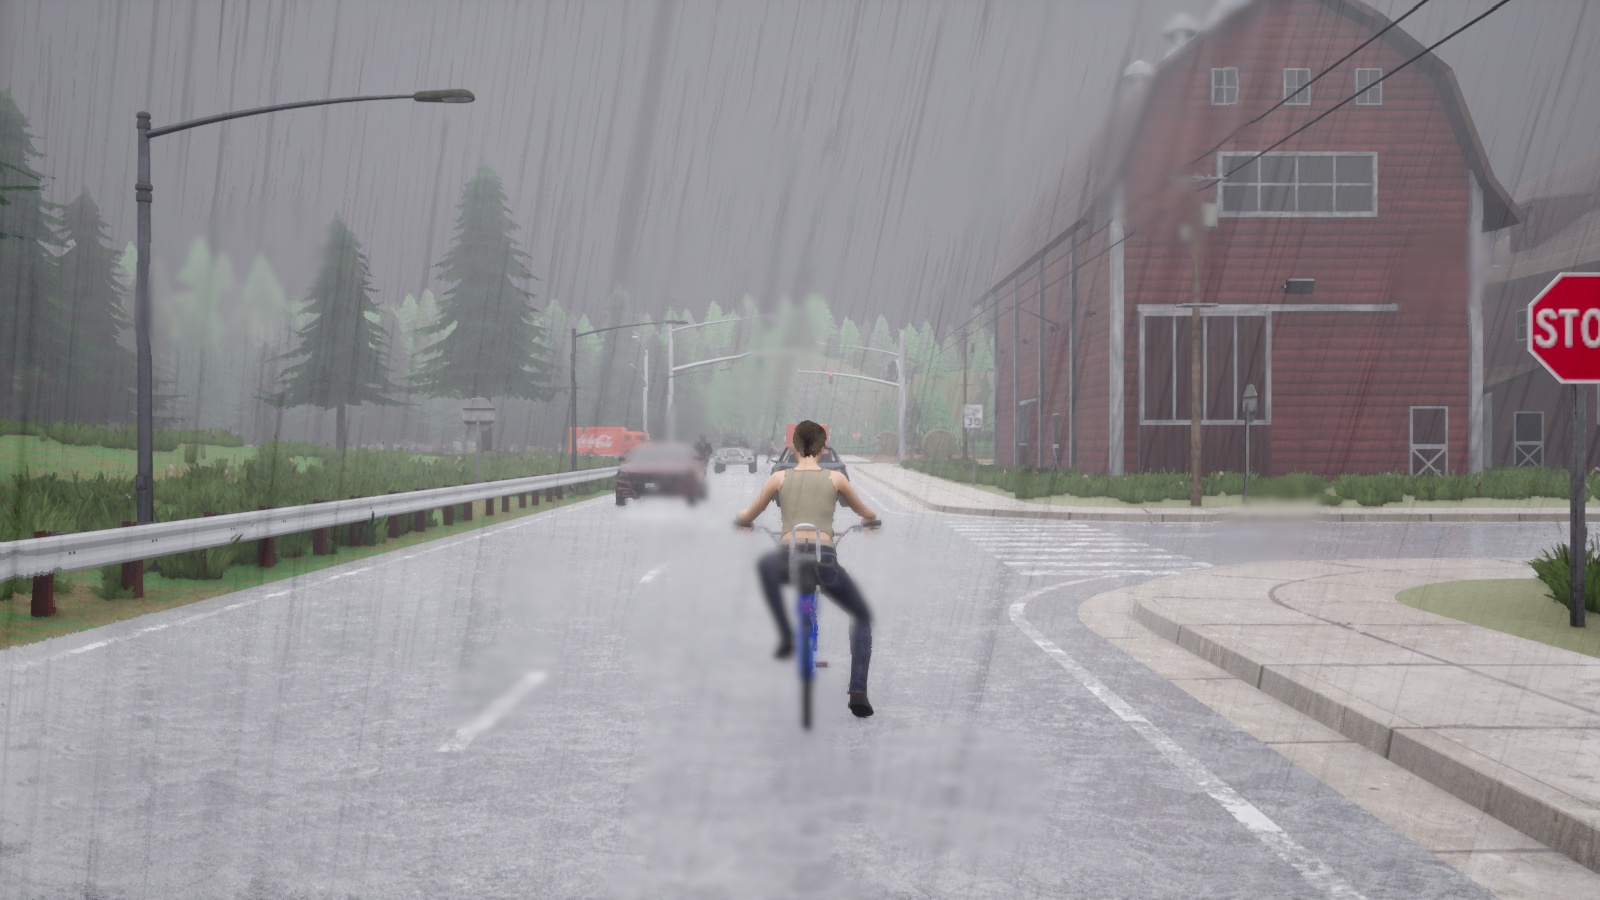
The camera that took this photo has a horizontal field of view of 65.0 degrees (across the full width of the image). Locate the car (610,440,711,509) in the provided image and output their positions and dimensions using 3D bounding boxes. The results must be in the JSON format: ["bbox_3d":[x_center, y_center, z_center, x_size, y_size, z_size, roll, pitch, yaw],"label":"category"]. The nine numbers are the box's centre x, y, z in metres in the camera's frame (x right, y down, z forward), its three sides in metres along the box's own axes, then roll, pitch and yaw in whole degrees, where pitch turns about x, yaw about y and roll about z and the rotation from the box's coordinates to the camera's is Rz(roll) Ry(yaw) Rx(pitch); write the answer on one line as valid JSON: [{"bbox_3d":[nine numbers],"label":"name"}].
[{"bbox_3d":[-3.312,0.547,30.734,1.882,1.535,5.008,0,0,0],"label":"car"}]

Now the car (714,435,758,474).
[{"bbox_3d":[-3.138,0.208,62.185,1.932,1.855,4.605,0,0,0],"label":"car"}]

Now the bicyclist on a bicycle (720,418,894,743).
[{"bbox_3d":[0.045,0.643,6.984,0.866,1.612,1.509,0,0,1],"label":"bicyclist on a bicycle"}]

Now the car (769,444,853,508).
[{"bbox_3d":[0.202,0.585,31.010,1.816,1.474,4.193,0,0,-3],"label":"car"}]

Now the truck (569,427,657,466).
[{"bbox_3d":[-11.868,-0.232,79.899,5.204,2.467,2.627,0,0,-1],"label":"truck"}]

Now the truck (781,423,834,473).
[{"bbox_3d":[0.381,-0.107,64.841,2.627,2.467,5.204,0,0,0],"label":"truck"}]
